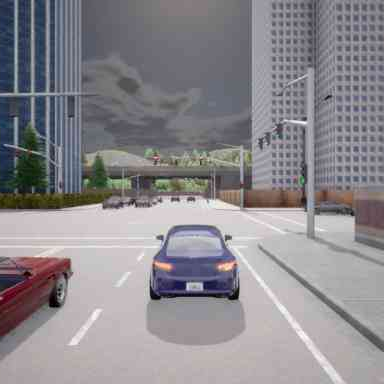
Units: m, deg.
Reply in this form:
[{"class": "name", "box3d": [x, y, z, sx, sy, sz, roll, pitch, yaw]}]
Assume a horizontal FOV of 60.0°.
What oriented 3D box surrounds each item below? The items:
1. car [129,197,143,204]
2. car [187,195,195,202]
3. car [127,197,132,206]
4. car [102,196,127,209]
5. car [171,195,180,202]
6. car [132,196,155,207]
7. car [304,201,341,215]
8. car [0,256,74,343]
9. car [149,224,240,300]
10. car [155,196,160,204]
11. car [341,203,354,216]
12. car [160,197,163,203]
[{"class": "car", "box3d": [-10.706, 1.600, 63.530, 1.895, 1.301, 4.718, 0, 0, 0]}, {"class": "car", "box3d": [-0.184, 1.477, 74.528, 1.837, 1.490, 4.892, 0, 0, 0]}, {"class": "car", "box3d": [-10.723, 1.491, 54.307, 2.128, 1.511, 4.902, 0, 0, 0]}, {"class": "car", "box3d": [-10.710, 1.352, 45.347, 2.097, 1.767, 4.553, 0, 0, 0]}, {"class": "car", "box3d": [-3.684, 1.501, 74.519, 1.812, 1.442, 4.674, 0, 0, 0]}, {"class": "car", "box3d": [-7.217, 1.352, 49.837, 2.097, 1.767, 4.553, 0, 0, 0]}, {"class": "car", "box3d": [13.548, 1.564, 33.472, 4.181, 1.385, 1.994, 0, 0, 0]}, {"class": "car", "box3d": [-3.452, 1.601, 4.982, 1.895, 1.301, 4.718, 0, 0, 0]}, {"class": "car", "box3d": [0.058, 1.526, 8.252, 1.812, 1.442, 4.674, 0, 0, 0]}, {"class": "car", "box3d": [-7.222, 1.601, 58.819, 1.895, 1.301, 4.718, 0, 0, 0]}, {"class": "car", "box3d": [16.215, 1.564, 29.966, 4.181, 1.385, 1.994, 0, 0, 0]}, {"class": "car", "box3d": [-7.169, 1.564, 68.866, 1.994, 1.385, 4.181, 0, 0, 0]}]
